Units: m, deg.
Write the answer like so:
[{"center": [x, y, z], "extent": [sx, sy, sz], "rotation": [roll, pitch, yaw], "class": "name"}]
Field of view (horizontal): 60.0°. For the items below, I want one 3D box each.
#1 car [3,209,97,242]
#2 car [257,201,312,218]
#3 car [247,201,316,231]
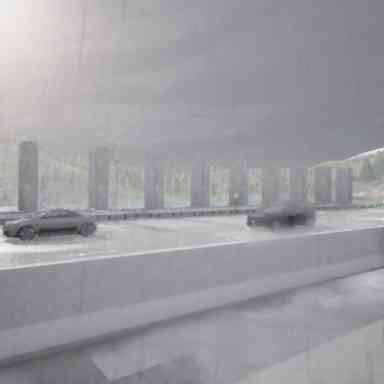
[{"center": [-6.832, 1.519, 16.258], "extent": [4.181, 1.385, 1.994], "rotation": [0, 0, -35], "class": "car"}, {"center": [8.773, 1.558, 31.249], "extent": [5.357, 1.411, 2.033], "rotation": [0, 0, -34], "class": "car"}, {"center": [5.598, 1.483, 20.585], "extent": [5.008, 1.535, 1.882], "rotation": [1, 0, -34], "class": "car"}]
